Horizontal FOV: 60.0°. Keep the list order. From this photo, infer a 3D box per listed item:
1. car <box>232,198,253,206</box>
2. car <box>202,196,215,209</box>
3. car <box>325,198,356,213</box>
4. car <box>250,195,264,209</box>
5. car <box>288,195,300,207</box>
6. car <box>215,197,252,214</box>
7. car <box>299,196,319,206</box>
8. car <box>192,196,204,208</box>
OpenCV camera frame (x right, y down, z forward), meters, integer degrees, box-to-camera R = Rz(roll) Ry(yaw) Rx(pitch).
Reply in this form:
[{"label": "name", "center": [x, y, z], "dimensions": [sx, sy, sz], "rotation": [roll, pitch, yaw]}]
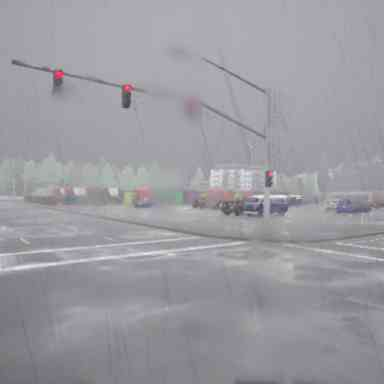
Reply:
[{"label": "car", "center": [9.636, 1.828, 63.555], "dimensions": [3.905, 1.438, 1.784], "rotation": [1, 0, -35]}, {"label": "car", "center": [3.761, 1.679, 45.762], "dimensions": [3.905, 1.438, 1.784], "rotation": [1, 0, -35]}, {"label": "car", "center": [21.091, 1.868, 47.413], "dimensions": [3.806, 1.475, 1.970], "rotation": [1, 0, -35]}, {"label": "car", "center": [11.259, 1.618, 61.155], "dimensions": [4.605, 1.855, 1.932], "rotation": [1, 0, -35]}, {"label": "car", "center": [23.882, 2.037, 73.661], "dimensions": [3.806, 1.475, 1.970], "rotation": [1, 0, -35]}, {"label": "car", "center": [5.433, 1.712, 43.398], "dimensions": [3.806, 1.475, 1.970], "rotation": [1, 0, -35]}, {"label": "car", "center": [25.547, 1.799, 71.292], "dimensions": [3.866, 1.878, 1.905], "rotation": [1, 0, -35]}, {"label": "car", "center": [2.172, 1.467, 47.924], "dimensions": [4.605, 1.855, 1.932], "rotation": [1, 0, -35]}]
